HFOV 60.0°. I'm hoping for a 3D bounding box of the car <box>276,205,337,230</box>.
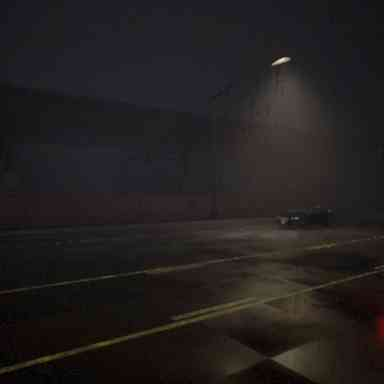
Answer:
[{"bbox_3d":[7.758,1.662,22.409,4.902,1.511,2.128,1,0,-35],"label":"car"}]
